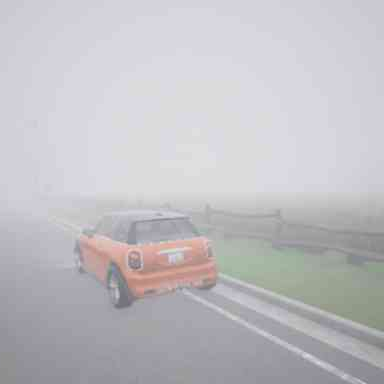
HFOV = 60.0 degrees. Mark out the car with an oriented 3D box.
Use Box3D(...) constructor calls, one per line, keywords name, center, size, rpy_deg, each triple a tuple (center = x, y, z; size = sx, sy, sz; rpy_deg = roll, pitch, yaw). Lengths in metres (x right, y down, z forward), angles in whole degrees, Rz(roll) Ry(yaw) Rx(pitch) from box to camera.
Box3D(name="car", center=(-1.395, 1.218, 7.978), size=(2.097, 1.767, 4.553), rpy_deg=(-2, 1, -31))
